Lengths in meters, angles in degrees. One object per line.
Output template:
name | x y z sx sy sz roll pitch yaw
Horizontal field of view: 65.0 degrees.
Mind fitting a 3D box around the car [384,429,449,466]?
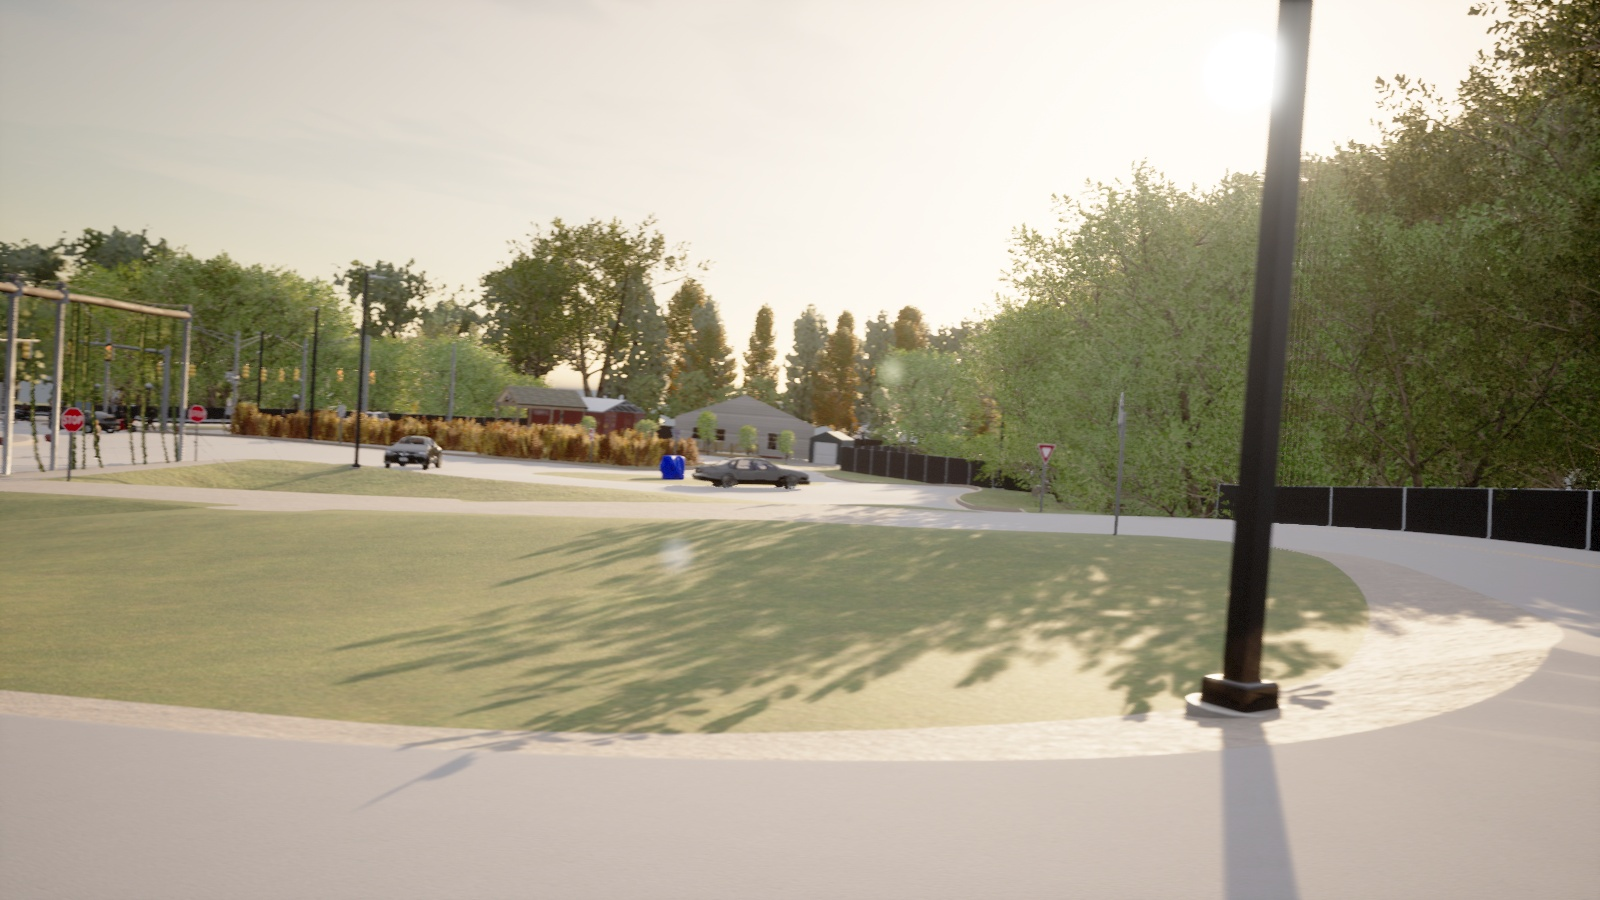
car | -19.453 -0.165 63.882 2.152 1.651 5.027 3 1 -6

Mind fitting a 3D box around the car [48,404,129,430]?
car | -46.761 -2.178 82.569 4.892 1.490 1.837 3 2 19

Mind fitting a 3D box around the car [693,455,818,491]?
car | -2.051 1.052 57.833 5.357 1.411 2.033 2 1 -20
